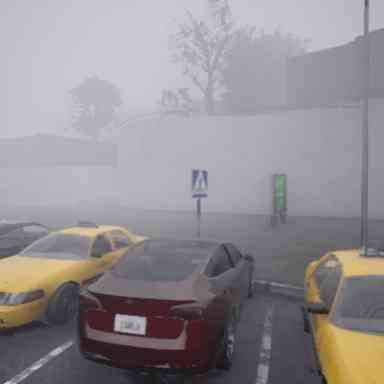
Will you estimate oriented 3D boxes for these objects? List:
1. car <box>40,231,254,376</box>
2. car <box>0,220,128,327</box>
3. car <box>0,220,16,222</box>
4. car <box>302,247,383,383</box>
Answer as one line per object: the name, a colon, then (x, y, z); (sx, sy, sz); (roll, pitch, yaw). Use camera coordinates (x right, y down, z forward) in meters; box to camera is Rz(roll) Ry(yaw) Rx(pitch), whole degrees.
car: (-0.048, 1.510, 5.860); (2.163, 1.488, 4.792); (0, -1, 15)
car: (-2.529, 1.464, 7.383); (1.946, 1.575, 5.366); (1, -1, 15)
car: (-4.914, 1.501, 9.289); (2.002, 1.452, 4.674); (0, -1, 15)
car: (2.331, 1.486, 3.921); (1.946, 1.575, 5.366); (1, 0, 15)
